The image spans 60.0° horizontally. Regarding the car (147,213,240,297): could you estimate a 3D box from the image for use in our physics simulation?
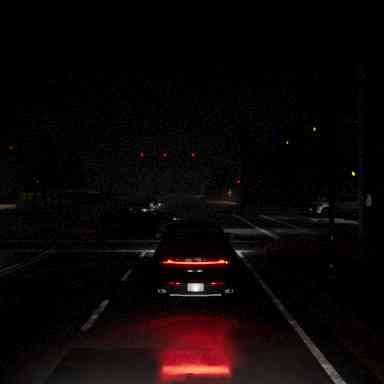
[{"bbox_3d":[0.072,1.505,8.534,1.837,1.490,4.892,0,0,0],"label":"car"}]

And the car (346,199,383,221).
[{"bbox_3d":[15.206,1.526,26.473,4.674,1.442,1.812,0,0,-1],"label":"car"}]

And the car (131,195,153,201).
[{"bbox_3d":[-7.156,1.526,47.165,1.812,1.442,4.674,0,0,0],"label":"car"}]

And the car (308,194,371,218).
[{"bbox_3d":[13.432,1.221,29.918,5.566,2.045,2.150,0,0,-1],"label":"car"}]

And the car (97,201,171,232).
[{"bbox_3d":[-2.963,1.493,19.220,4.902,1.511,2.128,0,0,1],"label":"car"}]

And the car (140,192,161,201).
[{"bbox_3d":[-7.163,1.222,56.922,2.150,2.045,5.566,0,0,0],"label":"car"}]

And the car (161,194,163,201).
[{"bbox_3d":[-7.117,1.218,67.120,2.150,2.045,5.566,0,1,1],"label":"car"}]
